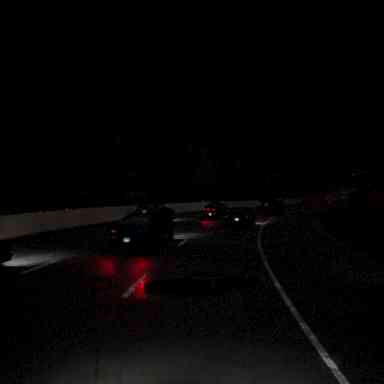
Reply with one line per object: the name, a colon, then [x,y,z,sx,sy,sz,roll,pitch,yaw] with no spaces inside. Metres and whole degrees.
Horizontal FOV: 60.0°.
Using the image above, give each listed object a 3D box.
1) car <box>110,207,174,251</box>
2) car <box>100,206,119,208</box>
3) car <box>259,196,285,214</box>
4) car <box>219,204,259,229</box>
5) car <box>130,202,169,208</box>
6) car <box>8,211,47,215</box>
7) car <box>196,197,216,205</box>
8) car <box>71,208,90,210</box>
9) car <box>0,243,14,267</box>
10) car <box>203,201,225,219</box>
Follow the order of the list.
car: [-2.101,1.633,14.751,1.812,1.442,4.674,0,0,9]
car: [-7.761,1.811,35.123,1.994,1.385,4.181,0,0,20]
car: [9.475,1.542,39.451,2.150,2.045,5.566,0,0,26]
car: [3.399,1.749,23.529,1.994,1.385,4.181,0,0,15]
car: [-2.976,1.547,26.663,2.097,1.767,4.553,0,0,16]
car: [-16.074,1.771,32.311,1.994,1.385,4.181,0,0,17]
car: [2.972,1.833,68.983,1.837,1.490,4.892,0,-1,35]
car: [-11.313,1.845,35.755,1.895,1.301,4.718,0,0,20]
car: [-6.531,1.591,7.680,2.033,1.411,5.357,0,0,5]
car: [2.452,1.752,32.023,1.837,1.490,4.892,0,-1,20]
